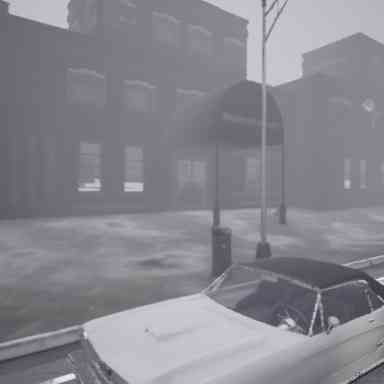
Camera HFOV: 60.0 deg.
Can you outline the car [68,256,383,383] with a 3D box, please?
[{"bbox_3d":[1.052,1.600,4.129,4.718,1.301,1.895,0,0,-36],"label":"car"}]
